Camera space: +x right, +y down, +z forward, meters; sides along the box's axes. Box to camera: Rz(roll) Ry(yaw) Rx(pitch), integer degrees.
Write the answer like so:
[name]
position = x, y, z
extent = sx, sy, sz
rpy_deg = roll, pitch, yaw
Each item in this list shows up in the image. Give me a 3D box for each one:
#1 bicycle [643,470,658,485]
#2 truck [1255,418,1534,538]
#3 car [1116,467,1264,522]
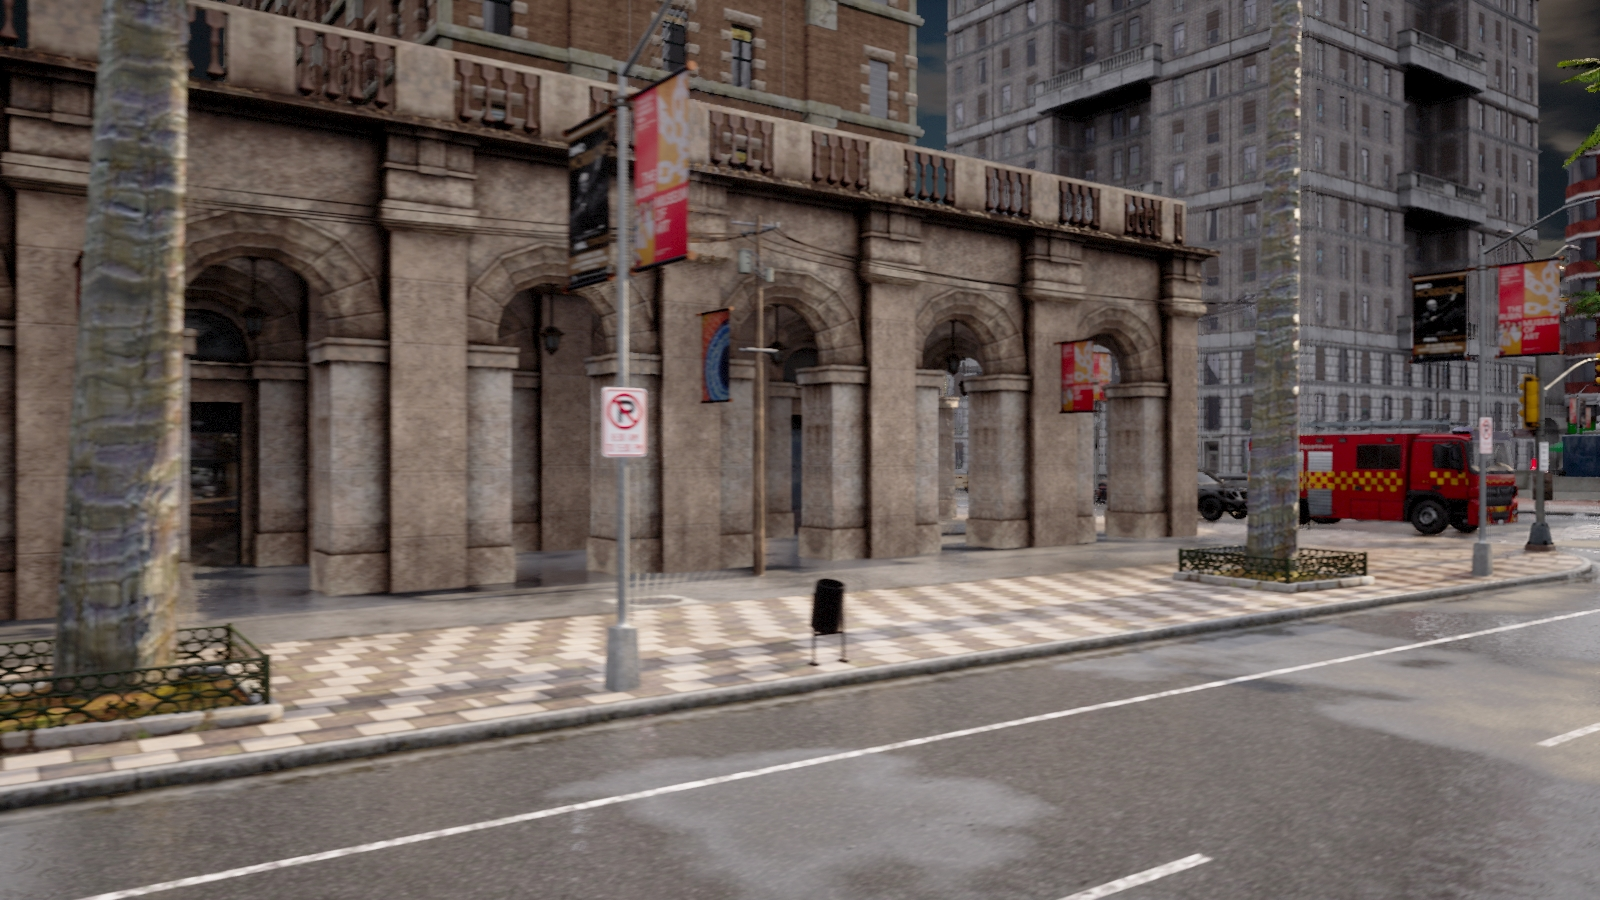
[bicycle]
position = -12.029, 2.210, 92.099
extent = 0.329, 1.171, 1.835
rpy_deg = 0, 0, -37
[truck]
position = 20.827, 0.891, 40.684
extent = 2.891, 3.827, 8.468
rpy_deg = 0, 0, -34
[car]
position = 16.014, 1.780, 47.204
extent = 2.150, 2.045, 5.566
rpy_deg = 0, 0, -35
